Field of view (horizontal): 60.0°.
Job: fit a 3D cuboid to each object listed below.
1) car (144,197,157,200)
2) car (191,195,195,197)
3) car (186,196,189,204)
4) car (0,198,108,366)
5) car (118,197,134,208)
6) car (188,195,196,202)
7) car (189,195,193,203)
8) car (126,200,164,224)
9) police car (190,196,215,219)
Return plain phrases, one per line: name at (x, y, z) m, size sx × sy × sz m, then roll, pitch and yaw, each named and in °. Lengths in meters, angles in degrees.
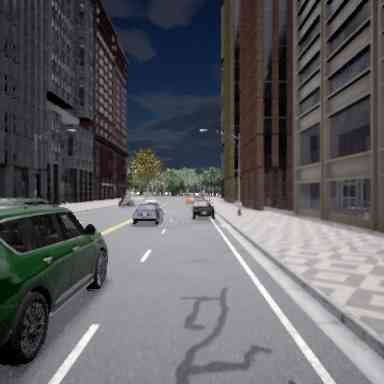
car at (-6.561, 1.561, 53.263) m, size 1.812 × 1.442 × 4.674 m, roll 0°, pitch 0°, yaw 0°
car at (0.969, 1.482, 39.061) m, size 1.801 × 1.575 × 5.366 m, roll 0°, pitch 0°, yaw 0°
car at (-0.009, 1.393, 63.317) m, size 2.097 × 1.767 × 4.553 m, roll 0°, pitch 0°, yaw 0°
car at (-3.151, 1.227, 5.945) m, size 2.150 × 2.045 × 5.566 m, roll 0°, pitch 0°, yaw 0°
car at (-9.831, 1.538, 50.030) m, size 1.837 × 1.490 × 4.892 m, roll 0°, pitch 0°, yaw 0°
car at (-0.012, 1.492, 79.223) m, size 2.033 × 1.411 × 5.357 m, roll 0°, pitch 0°, yaw 0°
car at (0.968, 1.382, 44.841) m, size 2.097 × 1.767 × 4.553 m, roll 0°, pitch 0°, yaw 0°
car at (-3.155, 1.565, 24.638) m, size 2.033 × 1.411 × 5.357 m, roll 0°, pitch 0°, yaw 0°
police car at (0.970, 1.446, 28.980) m, size 1.930 × 1.638 × 5.238 m, roll 0°, pitch 0°, yaw 0°
